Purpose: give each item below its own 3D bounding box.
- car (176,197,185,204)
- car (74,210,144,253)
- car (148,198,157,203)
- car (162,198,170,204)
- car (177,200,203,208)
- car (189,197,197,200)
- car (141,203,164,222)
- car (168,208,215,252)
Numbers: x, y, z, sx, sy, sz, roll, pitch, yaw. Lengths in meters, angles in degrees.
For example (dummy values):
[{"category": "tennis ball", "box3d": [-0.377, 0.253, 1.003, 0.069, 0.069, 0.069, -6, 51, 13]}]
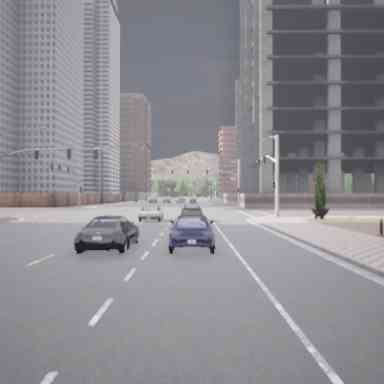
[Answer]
[{"category": "car", "box3d": [-3.258, 2.419, 89.296, 1.895, 1.301, 4.718, 0, -1, 1]}, {"category": "car", "box3d": [-3.501, 1.699, 14.292, 1.994, 1.385, 4.181, 0, 0, 0]}, {"category": "car", "box3d": [-10.281, 2.369, 87.887, 1.994, 1.385, 4.181, 0, -1, 1]}, {"category": "car", "box3d": [-6.781, 2.294, 87.834, 1.882, 1.535, 5.008, 0, -1, 1]}, {"category": "car", "box3d": [-0.015, 1.767, 29.318, 2.128, 1.511, 4.902, 0, 0, 0]}, {"category": "car", "box3d": [0.244, 2.355, 89.436, 1.812, 1.442, 4.674, 0, -1, 1]}, {"category": "car", "box3d": [-3.516, 1.873, 29.107, 1.895, 1.301, 4.718, 0, 0, 0]}, {"category": "car", "box3d": [-0.001, 1.661, 14.379, 1.812, 1.442, 4.674, 0, 0, 0]}]
